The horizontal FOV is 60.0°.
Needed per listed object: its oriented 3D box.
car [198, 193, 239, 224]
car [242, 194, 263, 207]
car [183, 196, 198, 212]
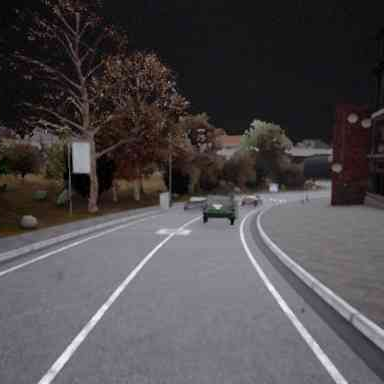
[{"bbox_3d":[2.156,1.090,24.106,2.150,2.045,5.566,1,1,11],"label":"car"},{"bbox_3d":[7.562,1.033,41.604,1.812,1.442,4.674,3,3,23],"label":"car"},{"bbox_3d":[0.578,1.133,32.963,1.812,1.442,4.674,2,2,16],"label":"car"}]
